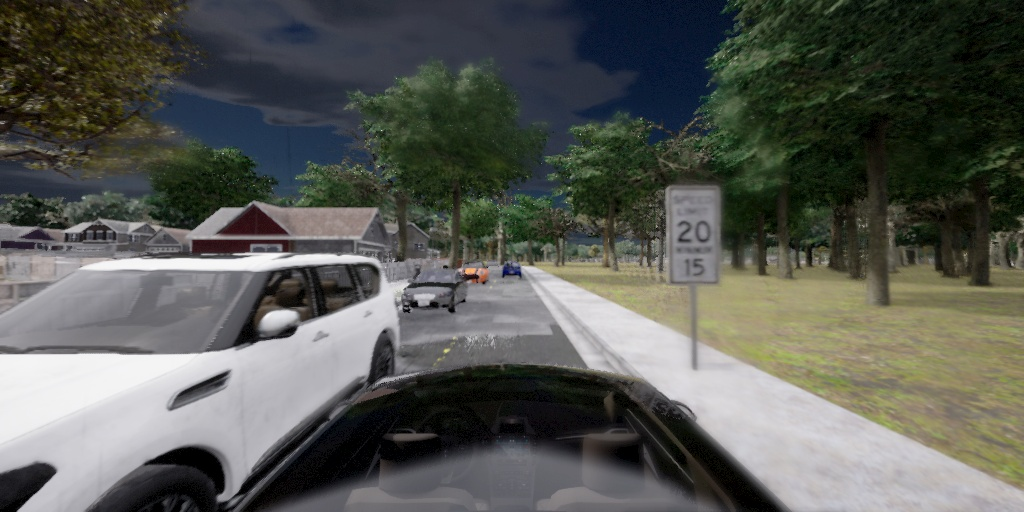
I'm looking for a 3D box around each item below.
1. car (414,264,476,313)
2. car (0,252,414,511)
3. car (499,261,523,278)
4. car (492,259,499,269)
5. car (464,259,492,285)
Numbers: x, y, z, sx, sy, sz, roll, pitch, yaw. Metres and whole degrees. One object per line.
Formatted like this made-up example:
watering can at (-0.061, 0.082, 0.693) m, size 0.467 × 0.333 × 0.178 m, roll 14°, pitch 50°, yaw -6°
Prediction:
car at (-2.849, 1.256, 14.057) m, size 2.128 × 1.511 × 4.902 m, roll 0°, pitch 0°, yaw 0°
car at (-2.849, 0.973, 3.523) m, size 2.150 × 2.045 × 5.566 m, roll 0°, pitch 0°, yaw 0°
car at (-0.003, 1.297, 34.919) m, size 1.882 × 1.535 × 5.008 m, roll 0°, pitch 0°, yaw 0°
car at (-2.752, 1.123, 52.346) m, size 1.895 × 1.301 × 4.718 m, roll 0°, pitch 0°, yaw 0°
car at (-2.840, 1.148, 26.450) m, size 2.097 × 1.767 × 4.553 m, roll 0°, pitch 0°, yaw 0°
